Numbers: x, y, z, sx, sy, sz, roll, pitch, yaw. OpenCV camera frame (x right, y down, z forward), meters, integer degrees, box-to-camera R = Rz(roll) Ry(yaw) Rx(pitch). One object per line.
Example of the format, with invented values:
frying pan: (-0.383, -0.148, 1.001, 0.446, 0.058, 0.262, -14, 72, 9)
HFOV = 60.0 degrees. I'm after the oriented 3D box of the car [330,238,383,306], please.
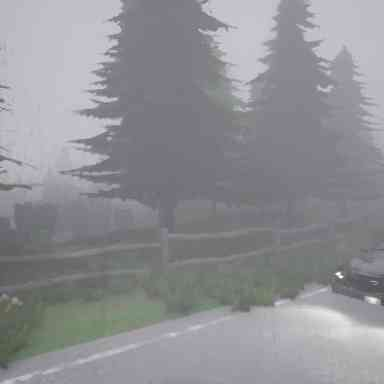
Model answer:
car: (5.373, 1.549, 7.528, 5.357, 1.411, 2.033, 0, 0, -36)
